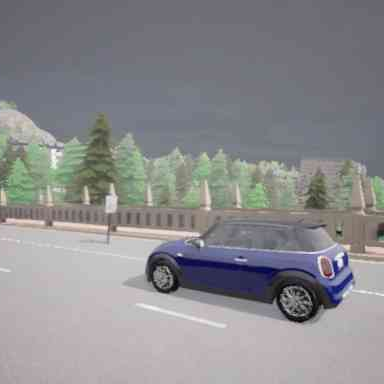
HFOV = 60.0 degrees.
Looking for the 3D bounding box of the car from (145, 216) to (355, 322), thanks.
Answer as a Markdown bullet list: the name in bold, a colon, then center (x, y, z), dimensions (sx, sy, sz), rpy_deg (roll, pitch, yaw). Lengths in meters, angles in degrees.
- **car**: center (1.074, 1.381, 7.525), dimensions (4.553, 1.767, 2.097), rpy_deg (-1, -1, 35)
